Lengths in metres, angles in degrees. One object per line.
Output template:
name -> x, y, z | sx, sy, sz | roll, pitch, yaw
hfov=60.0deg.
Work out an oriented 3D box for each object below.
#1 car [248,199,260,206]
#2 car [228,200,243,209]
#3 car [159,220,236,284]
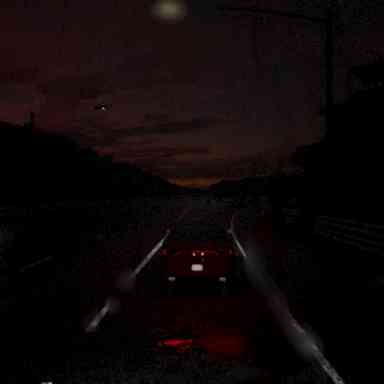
car -> 13.635, 2.224, 73.191 | 2.033, 1.411, 5.357 | 0, -1, 23
car -> 7.102, 2.046, 54.316 | 2.033, 1.411, 5.357 | 0, -1, 16
car -> 0.197, 1.568, 9.955 | 1.882, 1.535, 5.008 | 0, -1, 2
